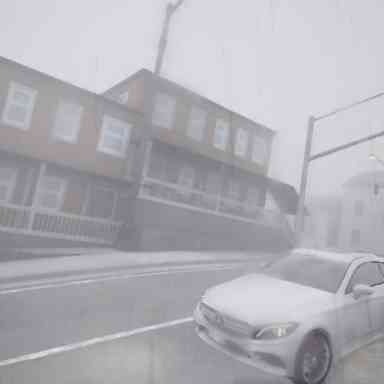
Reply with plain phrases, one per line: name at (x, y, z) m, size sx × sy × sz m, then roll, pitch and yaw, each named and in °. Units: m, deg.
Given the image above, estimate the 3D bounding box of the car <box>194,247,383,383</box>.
car at (2.231, 1.691, 5.544) m, size 4.674 × 1.442 × 1.812 m, roll 4°, pitch -2°, yaw -35°
